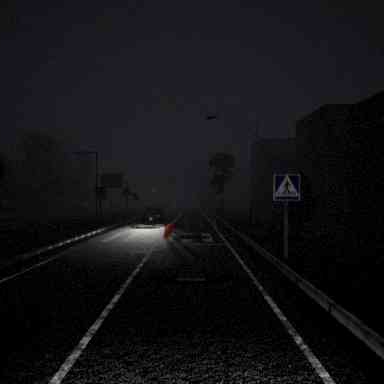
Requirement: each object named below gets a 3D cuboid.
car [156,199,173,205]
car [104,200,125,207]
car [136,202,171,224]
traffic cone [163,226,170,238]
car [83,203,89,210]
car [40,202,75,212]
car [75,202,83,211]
[{"bbox_3d":[-8.652,3.320,94.243,4.892,1.521,2.231,0,-1,0],"label":"car"},{"bbox_3d":[-21.741,3.249,91.521,5.008,1.535,2.097,0,-1,0],"label":"car"},{"bbox_3d":[-3.220,1.910,28.537,2.128,1.511,4.902,0,-1,0],"label":"car"},{"bbox_3d":[-1.371,2.138,17.753,0.340,0.580,0.340,0,-1,0],"label":"traffic cone"},{"bbox_3d":[-21.853,2.549,59.895,5.008,1.535,2.097,0,-1,0],"label":"car"},{"bbox_3d":[-21.865,2.445,53.346,4.674,1.452,2.002,0,-1,0],"label":"car"},{"bbox_3d":[-21.852,2.478,56.622,4.892,1.521,2.231,0,-1,0],"label":"car"}]
